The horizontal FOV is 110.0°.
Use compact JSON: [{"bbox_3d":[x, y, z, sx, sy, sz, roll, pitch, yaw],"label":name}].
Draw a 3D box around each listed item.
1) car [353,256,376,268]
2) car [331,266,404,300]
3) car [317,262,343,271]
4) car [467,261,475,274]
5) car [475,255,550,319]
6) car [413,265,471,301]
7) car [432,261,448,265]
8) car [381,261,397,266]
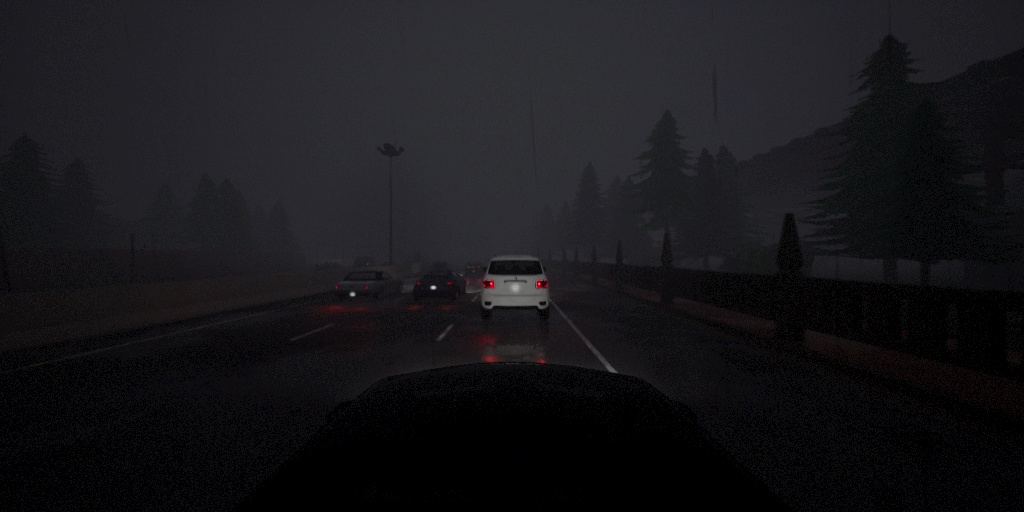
[{"bbox_3d":[-19.911,1.034,48.572,2.150,2.045,5.566,0,0,-12],"label":"car"},{"bbox_3d":[-6.900,1.371,17.740,1.895,1.301,4.718,0,0,0],"label":"car"},{"bbox_3d":[-22.645,1.406,44.493,1.895,1.301,4.718,0,0,-10],"label":"car"},{"bbox_3d":[-3.941,1.288,37.375,2.128,1.511,4.902,0,0,-5],"label":"car"},{"bbox_3d":[0.100,0.986,13.043,2.150,2.045,5.566,0,0,0],"label":"car"},{"bbox_3d":[-3.400,1.334,17.515,1.994,1.385,4.181,0,0,0],"label":"car"},{"bbox_3d":[-7.442,1.301,37.407,1.837,1.490,4.892,0,0,-5],"label":"car"},{"bbox_3d":[-15.977,1.372,46.671,1.994,1.385,4.181,0,0,-11],"label":"car"}]
